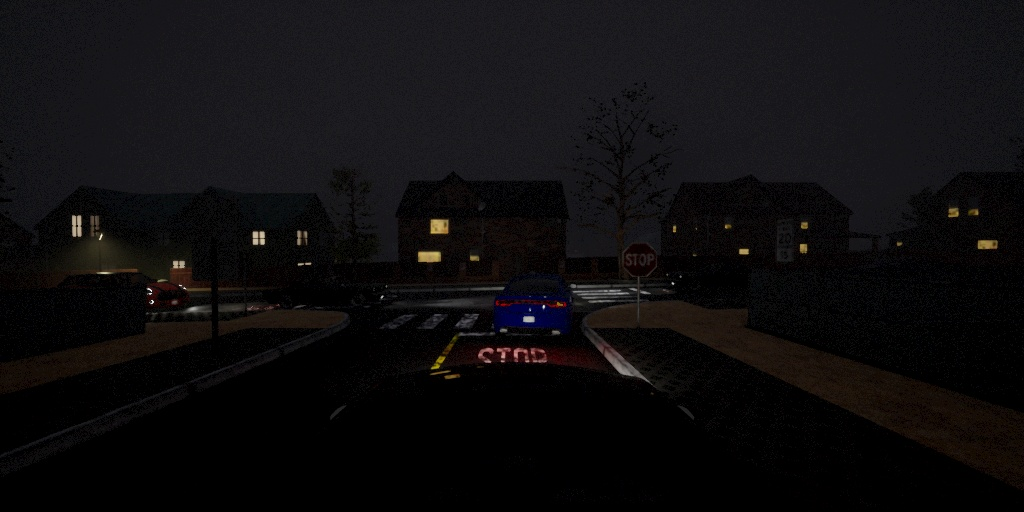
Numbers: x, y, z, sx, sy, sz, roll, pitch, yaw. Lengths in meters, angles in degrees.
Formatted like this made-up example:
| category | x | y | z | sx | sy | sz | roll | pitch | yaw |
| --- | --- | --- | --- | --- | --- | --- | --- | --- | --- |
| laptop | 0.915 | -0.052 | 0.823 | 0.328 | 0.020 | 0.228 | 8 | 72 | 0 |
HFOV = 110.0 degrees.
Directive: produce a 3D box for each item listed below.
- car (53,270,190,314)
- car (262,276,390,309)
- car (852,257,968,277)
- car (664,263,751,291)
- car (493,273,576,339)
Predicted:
| category | x | y | z | sx | sy | sz | roll | pitch | yaw |
| --- | --- | --- | --- | --- | --- | --- | --- | --- | --- |
| car | -16.793 | 1.471 | 15.446 | 4.553 | 1.767 | 2.097 | -1 | 1 | 0 |
| car | -7.806 | 1.506 | 15.450 | 4.718 | 1.301 | 1.895 | -1 | 1 | 0 |
| car | 20.063 | 0.753 | 18.403 | 5.357 | 1.411 | 2.033 | -1 | 1 | 0 |
| car | 10.417 | 1.034 | 18.370 | 4.718 | 1.301 | 1.895 | -1 | 1 | -1 |
| car | 0.790 | 1.226 | 10.239 | 1.882 | 1.535 | 5.008 | 0 | 0 | 10 |
